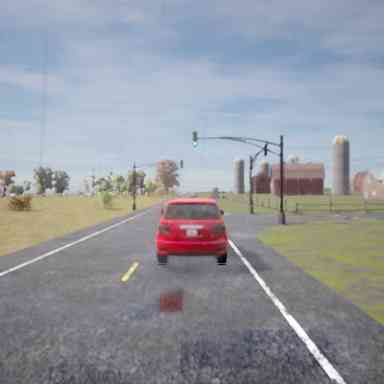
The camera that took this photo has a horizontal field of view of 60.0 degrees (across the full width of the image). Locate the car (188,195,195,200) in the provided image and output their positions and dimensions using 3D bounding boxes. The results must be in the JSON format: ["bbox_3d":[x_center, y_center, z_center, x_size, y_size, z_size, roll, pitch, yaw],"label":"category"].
[{"bbox_3d":[-0.050,1.540,88.124,1.895,1.301,4.718,0,0,0],"label":"car"}]

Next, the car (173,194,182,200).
[{"bbox_3d":[-3.546,1.265,82.261,2.033,1.411,5.357,0,0,0],"label":"car"}]

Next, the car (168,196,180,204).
[{"bbox_3d":[-3.547,1.606,66.683,2.128,1.511,4.902,0,0,0],"label":"car"}]

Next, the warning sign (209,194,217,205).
[{"bbox_3d":[3.511,1.209,56.728,1.300,1.860,1.060,0,0,0],"label":"warning sign"}]

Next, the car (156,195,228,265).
[{"bbox_3d":[0.015,1.246,11.951,2.150,2.045,5.566,0,0,0],"label":"car"}]
